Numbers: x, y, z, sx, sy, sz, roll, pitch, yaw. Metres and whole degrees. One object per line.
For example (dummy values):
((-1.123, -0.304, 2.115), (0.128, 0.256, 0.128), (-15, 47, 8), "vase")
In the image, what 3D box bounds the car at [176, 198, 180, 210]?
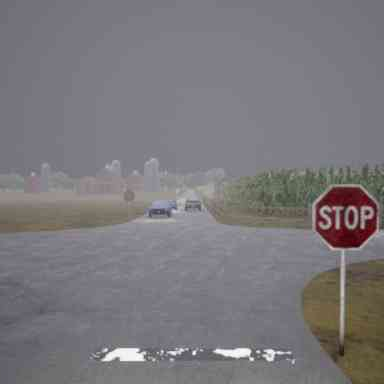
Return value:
((-2.828, 1.513, 40.824), (1.994, 1.385, 4.181), (0, 0, 0), "car")

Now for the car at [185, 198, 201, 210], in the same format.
((0.118, 1.441, 41.102), (2.128, 1.511, 4.902), (0, 0, 0), "car")

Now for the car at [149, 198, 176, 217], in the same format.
((-2.839, 1.446, 30.876), (1.882, 1.535, 5.008), (0, 0, 0), "car")

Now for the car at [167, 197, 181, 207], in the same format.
((-2.816, 1.526, 52.080), (1.895, 1.301, 4.718), (0, 0, 0), "car")
